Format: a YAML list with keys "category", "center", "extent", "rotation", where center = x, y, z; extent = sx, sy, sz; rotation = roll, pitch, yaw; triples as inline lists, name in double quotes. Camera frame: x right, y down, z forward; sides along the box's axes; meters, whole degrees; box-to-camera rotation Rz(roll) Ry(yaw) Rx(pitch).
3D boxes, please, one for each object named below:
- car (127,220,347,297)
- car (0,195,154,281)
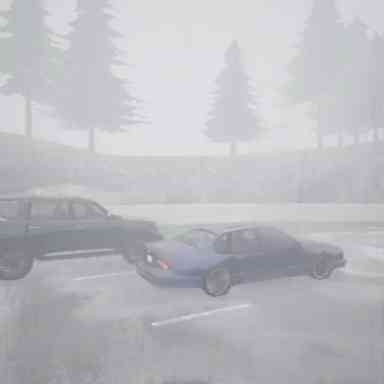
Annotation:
- category: "car"
  center: [1.341, 1.486, 8.271]
  extent: [5.357, 1.411, 2.033]
  rotation: [0, 0, -27]
- category: "car"
  center: [-3.579, 1.121, 9.698]
  extent: [5.566, 2.045, 2.150]
  rotation: [0, 0, -32]
